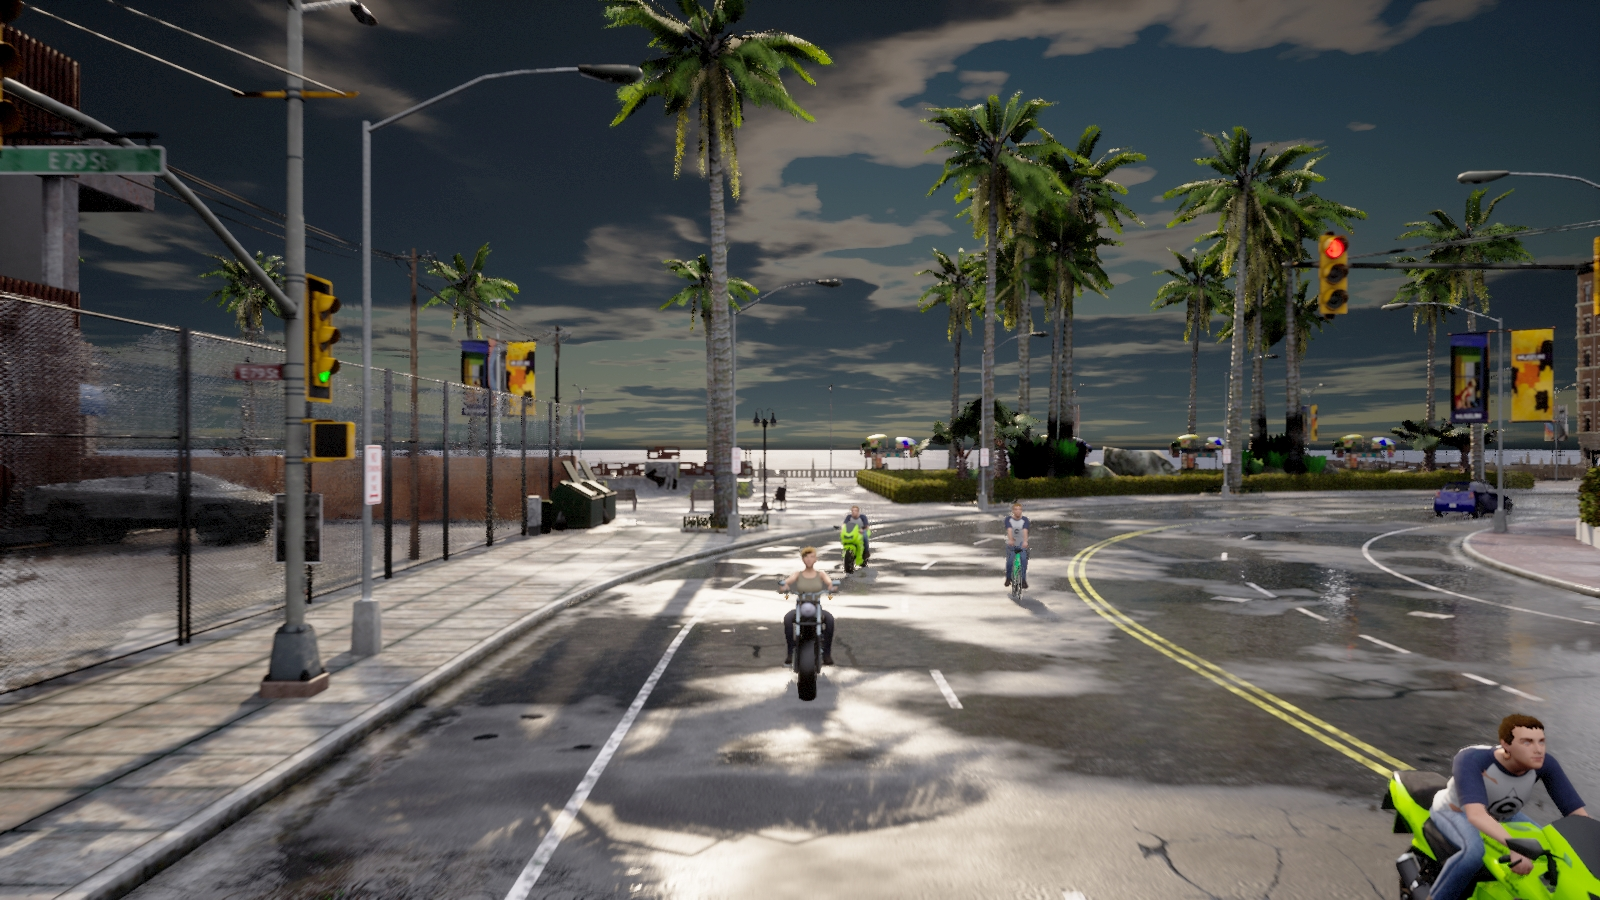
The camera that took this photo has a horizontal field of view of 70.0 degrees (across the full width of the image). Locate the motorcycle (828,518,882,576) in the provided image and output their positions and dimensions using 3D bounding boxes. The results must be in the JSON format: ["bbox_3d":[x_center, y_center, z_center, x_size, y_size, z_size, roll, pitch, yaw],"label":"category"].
[{"bbox_3d":[1.286,2.214,26.365,0.803,1.145,2.033,0,0,16],"label":"motorcycle"}]

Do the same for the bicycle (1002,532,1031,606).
[{"bbox_3d":[4.058,2.206,21.450,0.373,1.196,1.643,1,0,6],"label":"bicycle"}]

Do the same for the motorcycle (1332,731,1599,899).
[{"bbox_3d":[3.501,2.213,5.642,0.803,1.145,2.033,0,0,0],"label":"motorcycle"}]

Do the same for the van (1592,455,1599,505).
[{"bbox_3d":[43.918,1.535,58.802,5.915,2.561,1.988,0,0,-18],"label":"van"}]

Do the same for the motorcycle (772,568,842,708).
[{"bbox_3d":[0.103,2.170,13.651,0.764,1.277,2.356,0,0,2],"label":"motorcycle"}]

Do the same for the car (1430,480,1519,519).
[{"bbox_3d":[28.134,2.039,47.650,3.633,1.501,1.845,0,0,-34],"label":"car"}]
